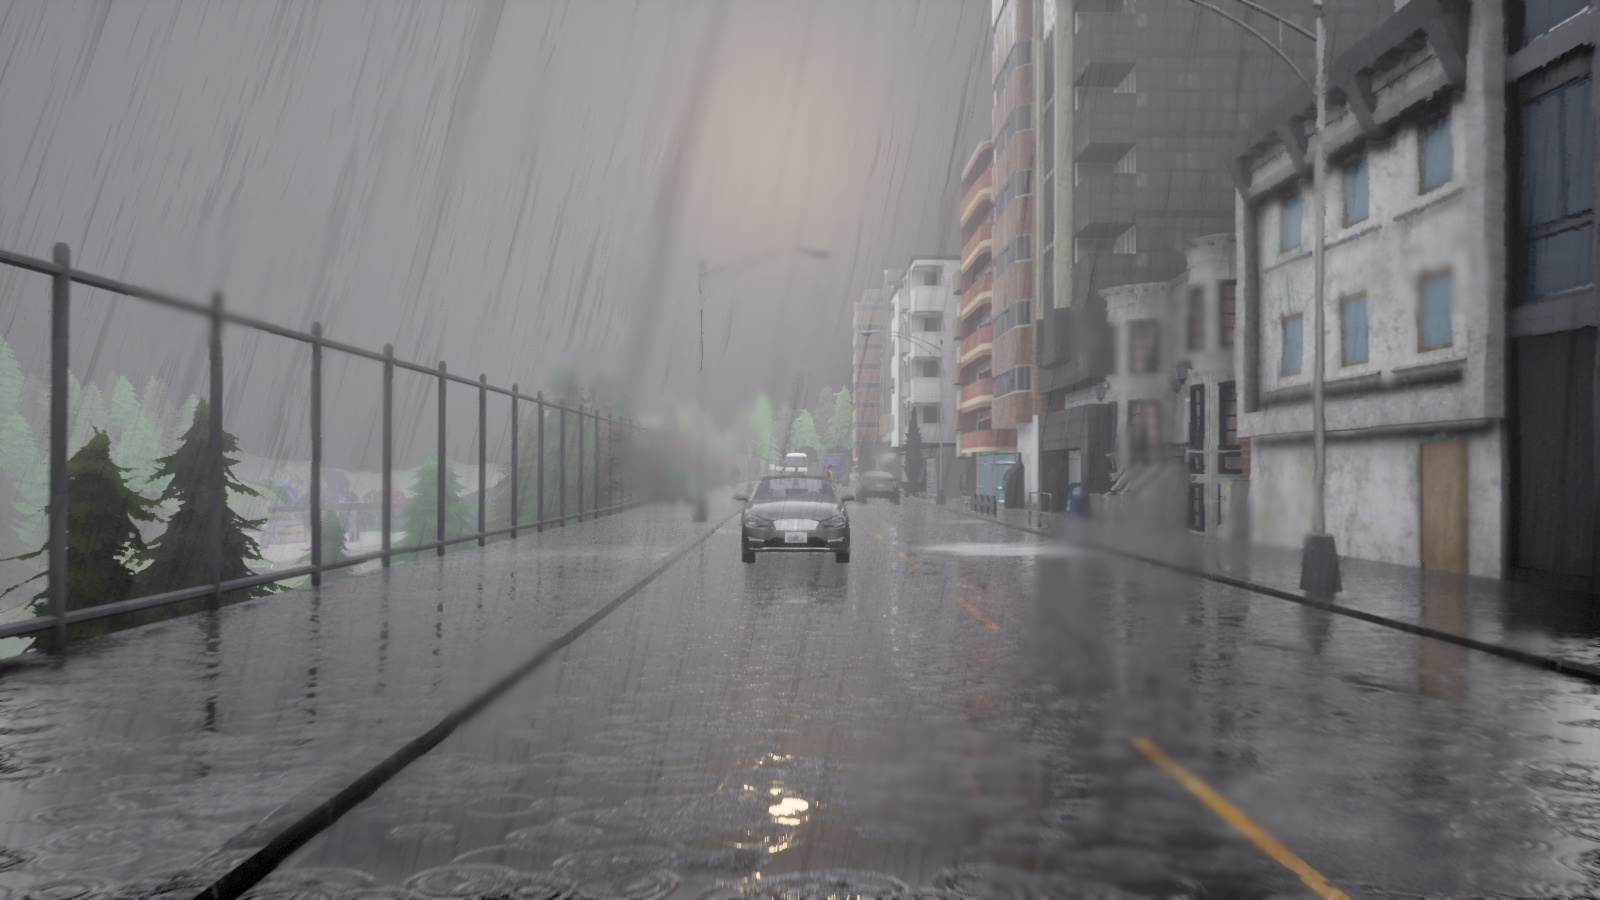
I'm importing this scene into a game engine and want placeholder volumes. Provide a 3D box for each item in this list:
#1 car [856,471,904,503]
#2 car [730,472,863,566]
[{"bbox_3d":[3.828,1.765,60.870,2.007,1.525,4.514,0,-1,0],"label":"car"},{"bbox_3d":[-0.064,1.151,22.688,2.128,1.511,4.902,0,-1,0],"label":"car"}]
